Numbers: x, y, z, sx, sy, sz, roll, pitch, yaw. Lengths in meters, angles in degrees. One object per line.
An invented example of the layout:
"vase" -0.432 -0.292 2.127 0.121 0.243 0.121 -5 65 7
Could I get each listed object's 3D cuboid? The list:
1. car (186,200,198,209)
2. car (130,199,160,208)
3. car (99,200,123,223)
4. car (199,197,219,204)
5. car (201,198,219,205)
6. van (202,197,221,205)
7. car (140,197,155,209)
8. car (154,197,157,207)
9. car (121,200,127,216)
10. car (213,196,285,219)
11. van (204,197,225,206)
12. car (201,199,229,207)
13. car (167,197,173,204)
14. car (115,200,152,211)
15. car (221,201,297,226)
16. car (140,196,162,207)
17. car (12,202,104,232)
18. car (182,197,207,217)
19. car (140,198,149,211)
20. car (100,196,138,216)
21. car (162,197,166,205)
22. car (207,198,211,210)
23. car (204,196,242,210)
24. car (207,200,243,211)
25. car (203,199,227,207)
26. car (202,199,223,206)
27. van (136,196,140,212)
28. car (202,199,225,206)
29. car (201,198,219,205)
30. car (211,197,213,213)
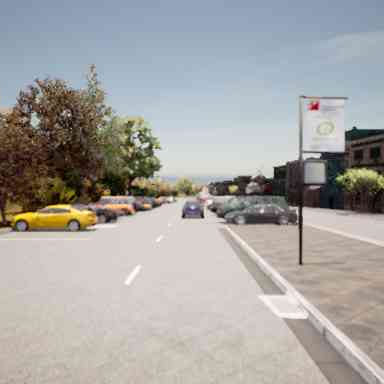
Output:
"car" 0.018 2.137 57.195 1.895 1.301 4.718 0 -1 0
"car" -8.382 2.050 59.339 5.008 1.535 2.097 0 -1 0
"car" -8.341 1.613 25.923 5.008 1.535 2.097 0 0 0
"car" 4.647 2.363 93.192 5.566 2.045 2.435 0 -1 0
"car" 4.606 2.347 84.781 4.553 1.767 2.185 0 -1 0
"van" 4.760 2.199 81.980 4.442 1.987 1.878 0 -1 0
"car" -8.172 1.850 45.414 5.366 1.575 1.946 0 -1 0
"car" -8.340 1.959 50.984 4.792 1.488 2.163 0 -1 0
"car" -8.339 1.680 28.709 4.674 1.452 2.002 0 -1 0
"car" 4.715 1.361 25.923 5.566 2.045 2.435 0 -1 0
"van" 4.784 2.009 70.768 4.442 1.987 1.878 0 -1 0
"car" 4.494 2.137 65.158 5.366 1.575 1.946 0 -1 0
"car" -8.466 2.611 92.787 4.892 1.521 2.231 0 -1 0
"car" -8.358 1.891 48.200 5.008 1.535 2.097 0 -1 0
"car" 4.750 1.590 23.120 4.892 1.521 2.231 0 0 0
"car" -8.353 1.756 56.556 5.566 2.045 2.435 0 -1 0
"car" -8.330 1.570 20.354 5.008 1.535 2.097 0 0 0
"car" 0.093 1.567 33.659 2.097 1.767 4.553 0 -1 0
"car" -8.350 1.855 42.629 4.674 1.452 2.002 0 -1 0
"car" -8.310 1.578 34.279 4.553 1.767 2.185 0 -1 0
"car" -8.371 1.887 64.911 5.566 2.045 2.435 0 -1 0
"car" 4.733 1.816 42.738 4.892 1.521 2.231 0 -1 0
"car" 4.681 1.678 51.151 5.566 2.045 2.435 0 -1 0
"car" 4.721 1.891 48.344 5.008 1.535 2.097 0 -1 0
"car" 4.644 2.217 67.961 4.792 1.488 2.163 0 -1 0
"car" 4.685 2.360 76.370 4.792 1.488 2.163 0 -1 0
"van" -8.460 1.512 37.060 4.442 1.987 1.878 0 -1 0
"car" 4.690 2.312 73.567 4.792 1.488 2.163 0 -1 0
"car" 4.662 2.394 87.584 4.553 1.767 2.185 0 -1 0
"car" 4.767 1.612 37.132 4.553 1.767 2.185 0 -1 0
